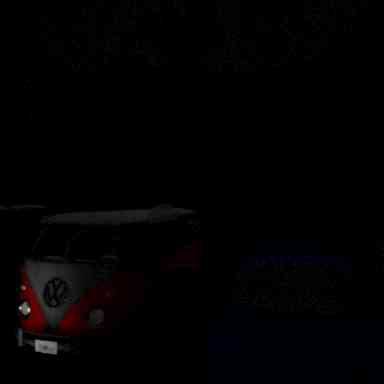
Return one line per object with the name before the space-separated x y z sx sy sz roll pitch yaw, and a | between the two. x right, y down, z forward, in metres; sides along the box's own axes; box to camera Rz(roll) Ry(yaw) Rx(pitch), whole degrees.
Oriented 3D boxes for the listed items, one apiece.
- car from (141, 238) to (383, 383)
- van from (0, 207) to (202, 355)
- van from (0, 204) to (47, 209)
car | 1.339 1.496 4.463 2.097 1.535 5.008 0 -1 15
van | -1.140 1.298 6.095 1.878 1.987 4.442 0 -1 15
van | -6.054 1.357 9.580 1.878 1.987 4.442 0 -1 15
